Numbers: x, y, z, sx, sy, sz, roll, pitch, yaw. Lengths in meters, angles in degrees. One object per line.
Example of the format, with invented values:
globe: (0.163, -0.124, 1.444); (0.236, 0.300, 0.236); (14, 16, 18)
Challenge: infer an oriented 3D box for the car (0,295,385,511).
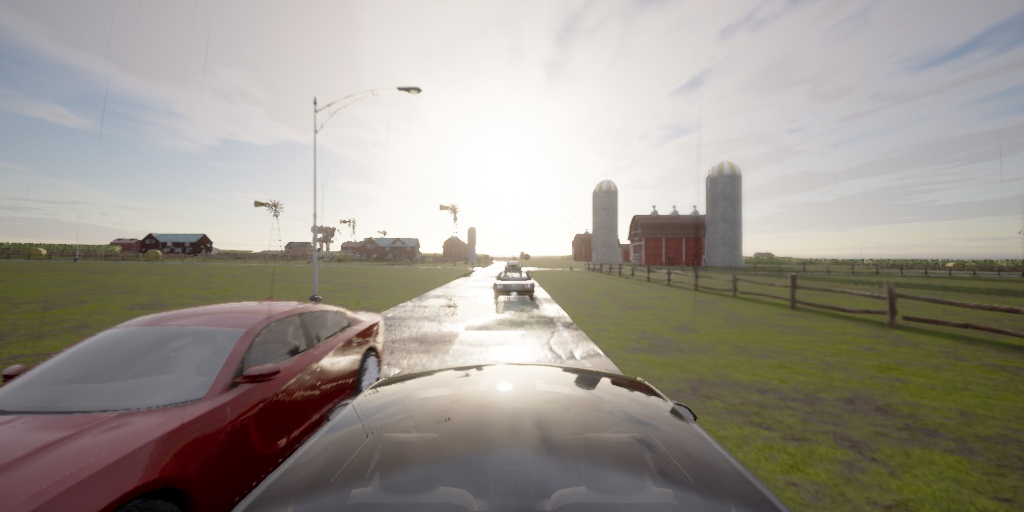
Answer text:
car: (-2.847, 1.229, 3.405); (1.882, 1.535, 5.008); (0, 0, 0)

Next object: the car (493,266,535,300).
car: (0.088, 1.359, 17.787); (1.895, 1.301, 4.718); (0, 0, 0)

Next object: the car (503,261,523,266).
car: (0.094, 1.276, 37.521); (1.837, 1.490, 4.892); (0, 0, 0)
